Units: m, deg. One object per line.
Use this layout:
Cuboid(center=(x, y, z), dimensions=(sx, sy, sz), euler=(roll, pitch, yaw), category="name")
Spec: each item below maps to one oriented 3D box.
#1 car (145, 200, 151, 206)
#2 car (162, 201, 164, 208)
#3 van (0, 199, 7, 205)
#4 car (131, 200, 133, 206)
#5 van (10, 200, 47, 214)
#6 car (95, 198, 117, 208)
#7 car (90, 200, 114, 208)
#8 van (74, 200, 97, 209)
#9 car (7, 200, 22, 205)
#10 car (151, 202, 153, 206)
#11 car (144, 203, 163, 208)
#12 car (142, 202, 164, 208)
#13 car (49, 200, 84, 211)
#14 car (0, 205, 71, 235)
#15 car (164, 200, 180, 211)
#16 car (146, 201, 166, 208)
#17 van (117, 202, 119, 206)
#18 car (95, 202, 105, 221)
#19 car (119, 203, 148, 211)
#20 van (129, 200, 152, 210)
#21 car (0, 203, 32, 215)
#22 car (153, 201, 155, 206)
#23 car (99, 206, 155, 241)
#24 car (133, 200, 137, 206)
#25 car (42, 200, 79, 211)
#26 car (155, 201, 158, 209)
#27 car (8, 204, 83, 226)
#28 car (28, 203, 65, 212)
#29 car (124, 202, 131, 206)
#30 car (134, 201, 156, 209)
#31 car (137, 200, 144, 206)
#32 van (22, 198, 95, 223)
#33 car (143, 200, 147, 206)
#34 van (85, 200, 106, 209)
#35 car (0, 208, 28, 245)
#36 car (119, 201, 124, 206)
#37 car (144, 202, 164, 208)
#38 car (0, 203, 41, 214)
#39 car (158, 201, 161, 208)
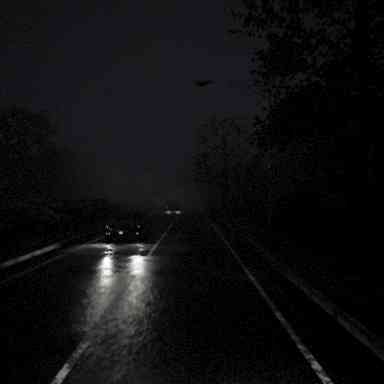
Cuboid(center=(-10.094, 2.547, 56.136), dimensions=(5.366, 1.575, 1.946), euler=(0, -2, 0), category="car")
Cuboid(center=(-10.071, 3.280, 80.980), dimensions=(5.366, 1.575, 1.946), euler=(0, -2, 0), category="car")
Cuboid(center=(-23.494, 1.781, 36.742), dimensions=(4.442, 1.987, 1.878), euler=(0, -2, 0), category="van")
Cuboid(center=(-10.261, 2.037, 42.264), dimensions=(4.553, 1.767, 2.185), euler=(0, -2, 0), category="car")
Cuboid(center=(-23.484, 2.091, 47.819), dimensions=(4.442, 1.987, 1.878), euler=(0, -2, 0), category="van")
Cuboid(center=(-10.331, 1.601, 31.167), dimensions=(5.566, 2.045, 2.435), euler=(0, -2, 0), category="car")
Cuboid(center=(-23.360, 3.237, 86.702), dimensions=(5.566, 2.045, 2.435), euler=(0, -2, 0), category="car")
Cuboid(center=(-23.236, 2.794, 72.881), dimensions=(4.442, 1.987, 1.878), euler=(0, -2, 0), category="van")
Cuboid(center=(-23.346, 1.833, 39.512), dimensions=(5.566, 2.045, 2.435), euler=(0, -2, 0), category="car")
Cuboid(center=(-10.245, 2.735, 61.686), dimensions=(4.792, 1.488, 2.163), euler=(0, -2, 0), category="car")
Cuboid(center=(-10.255, 3.591, 89.423), dimensions=(4.892, 1.521, 2.231), euler=(0, -2, 0), category="car")
Cuboid(center=(-10.066, 3.485, 86.649), dimensions=(5.366, 1.575, 1.946), euler=(0, -2, 0), category="car")
Cuboid(center=(-23.326, 2.456, 61.791), dimensions=(5.566, 2.045, 2.435), euler=(0, -2, 0), category="car")
Cuboid(center=(-10.283, 1.735, 20.075), dimensions=(4.792, 1.488, 2.163), euler=(0, -1, 0), category="car")
Cuboid(center=(-3.303, 2.392, 60.343), dimensions=(2.150, 2.045, 5.566), euler=(0, -2, 1), category="car")
Cuboid(center=(-10.272, 3.542, 94.982), dimensions=(5.566, 2.045, 2.435), euler=(0, -2, 0), category="car")
Cuboid(center=(-10.183, 1.704, 33.942), dimensions=(4.442, 1.987, 1.878), euler=(0, -2, 0), category="van")
Cuboid(center=(-10.334, 1.834, 28.410), dimensions=(4.792, 1.488, 2.163), euler=(0, -1, 0), category="car")
Cuboid(center=(-10.248, 2.657, 58.911), dimensions=(4.792, 1.488, 2.163), euler=(0, -2, 0), category="car")
Cuboid(center=(-10.386, 2.635, 67.243), dimensions=(4.442, 1.987, 1.878), euler=(0, -2, 0), category="van")
Cuboid(center=(-23.367, 2.165, 42.399), dimensions=(5.008, 1.535, 2.097), euler=(0, -2, 0), category="car")
Cuboid(center=(-10.243, 2.812, 64.461), dimensions=(4.792, 1.488, 2.163), euler=(0, -2, 0), category="car")
Cuboid(center=(-3.343, 1.708, 18.064), dimensions=(1.837, 1.490, 4.892), euler=(0, -1, 0), category="car")
Cuboid(center=(-10.259, 2.114, 45.039), dimensions=(4.553, 1.767, 2.185), euler=(0, -2, 0), category="car")
Cuboid(center=(-23.329, 2.378, 59.022), dimensions=(5.566, 2.045, 2.435), euler=(0, -2, 0), category="car")
Cuboid(center=(-10.296, 2.967, 70.012), dimensions=(4.792, 1.488, 2.163), euler=(0, -2, 0), category="car")
Cuboid(center=(-10.313, 1.779, 22.852), dimensions=(4.674, 1.452, 2.002), euler=(0, -1, 0), category="car")
Cuboid(center=(-23.356, 2.475, 53.475), dimensions=(5.008, 1.535, 2.097), euler=(0, -2, 0), category="car")
Cuboid(center=(-10.289, 2.085, 39.486), dimensions=(5.008, 1.535, 2.097), euler=(0, -2, 0), category="car")
Cuboid(center=(-10.296, 2.892, 72.788), dimensions=(4.553, 1.767, 2.185), euler=(0, -2, 0), category="car")
Cuboid(center=(-10.102, 2.314, 47.811), dimensions=(5.366, 1.575, 1.946), euler=(0, -2, 0), category="car")
Cuboid(center=(-10.191, 1.546, 25.631), dimensions=(4.442, 1.987, 1.878), euler=(0, -1, 0), category="van")
Cuboid(center=(-10.289, 2.474, 53.361), dimensions=(4.892, 1.521, 2.231), euler=(0, -2, 0), category="car")
Cuboid(center=(-23.453, 3.058, 81.041), dimensions=(4.442, 1.987, 1.878), euler=(0, -2, 0), category="van")
Cuboid(center=(-10.323, 1.640, 14.525), dimensions=(5.008, 1.535, 2.097), euler=(0, -1, 0), category="car")
Cuboid(center=(-10.300, 2.047, 36.710), dimensions=(4.674, 1.452, 2.002), euler=(0, -2, 0), category="car")
Cuboid(center=(-10.432, 3.688, 92.198), dimensions=(5.366, 1.575, 1.946), euler=(0, -2, 0), category="car")
Cuboid(center=(-23.367, 2.283, 45.168), dimensions=(4.674, 1.452, 2.002), euler=(0, -2, 0), category="car")
Cuboid(center=(-10.256, 3.103, 75.563), dimensions=(4.892, 1.521, 2.231), euler=(0, -2, 0), category="car")
